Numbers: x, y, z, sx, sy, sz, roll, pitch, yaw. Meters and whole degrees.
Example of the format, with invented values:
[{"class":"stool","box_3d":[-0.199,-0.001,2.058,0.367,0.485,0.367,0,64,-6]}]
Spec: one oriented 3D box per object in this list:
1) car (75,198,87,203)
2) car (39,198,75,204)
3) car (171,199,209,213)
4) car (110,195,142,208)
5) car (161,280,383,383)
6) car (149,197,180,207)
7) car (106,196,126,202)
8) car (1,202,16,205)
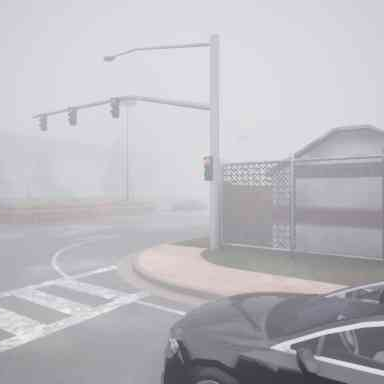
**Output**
[{"class":"car","box_3d":[-15.101,1.505,40.860,1.837,1.490,4.892,0,0,34]},{"class":"car","box_3d":[-14.919,1.563,34.838,1.994,1.385,4.181,0,0,34]},{"class":"car","box_3d":[-0.136,1.547,37.698,2.033,1.411,5.357,0,0,34]},{"class":"car","box_3d":[-9.652,1.352,48.994,2.097,1.767,4.553,0,0,34]},{"class":"car","box_3d":[1.925,1.492,2.640,4.902,1.511,2.128,0,0,36]},{"class":"car","box_3d":[-4.089,1.491,51.012,2.128,1.511,4.902,0,0,34]},{"class":"car","box_3d":[-9.758,1.547,42.550,2.033,1.411,5.357,0,0,34]},{"class":"car","box_3d":[-20.346,1.547,33.019,2.033,1.411,5.357,0,0,34]}]
